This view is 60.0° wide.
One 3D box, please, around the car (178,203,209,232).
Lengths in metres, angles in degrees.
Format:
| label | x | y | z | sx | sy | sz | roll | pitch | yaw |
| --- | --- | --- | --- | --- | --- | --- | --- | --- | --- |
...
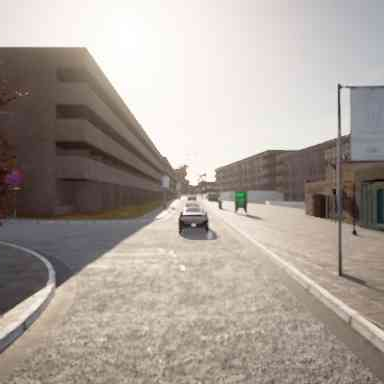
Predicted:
| label | x | y | z | sx | sy | sz | roll | pitch | yaw |
| --- | --- | --- | --- | --- | --- | --- | --- | --- | --- |
| car | 0.101 | 1.698 | 21.627 | 2.128 | 1.511 | 4.902 | 0 | -1 | 0 |

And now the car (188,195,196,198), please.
| label | x | y | z | sx | sy | sz | roll | pitch | yaw |
| --- | --- | --- | --- | --- | --- | --- | --- | --- | --- |
| car | 0.005 | 1.426 | 75.931 | 1.994 | 1.385 | 4.181 | 0 | 0 | 0 |

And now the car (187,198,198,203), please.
| label | x | y | z | sx | sy | sz | roll | pitch | yaw |
| --- | --- | --- | --- | --- | --- | --- | --- | --- | --- |
| car | 0.103 | 1.792 | 40.339 | 1.812 | 1.442 | 4.674 | 0 | 0 | 0 |
